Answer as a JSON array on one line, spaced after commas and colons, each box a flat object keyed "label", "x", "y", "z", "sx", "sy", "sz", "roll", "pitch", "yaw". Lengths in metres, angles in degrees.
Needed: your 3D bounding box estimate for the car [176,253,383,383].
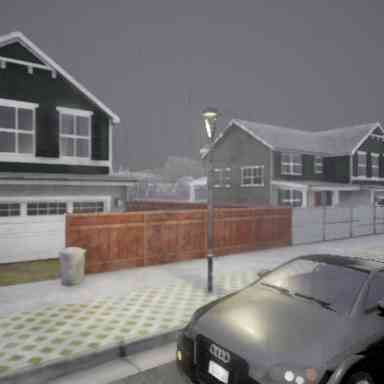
[{"label": "car", "x": 1.880, "y": 1.583, "z": 4.409, "sx": 4.181, "sy": 1.385, "sz": 1.994, "roll": 0, "pitch": 0, "yaw": -35}]
